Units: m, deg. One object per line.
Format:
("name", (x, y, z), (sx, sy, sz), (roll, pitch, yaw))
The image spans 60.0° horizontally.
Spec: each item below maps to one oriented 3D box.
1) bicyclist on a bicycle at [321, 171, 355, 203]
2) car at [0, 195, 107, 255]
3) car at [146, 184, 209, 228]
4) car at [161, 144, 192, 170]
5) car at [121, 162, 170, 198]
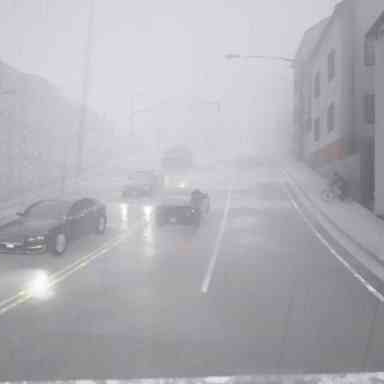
("bicyclist on a bicycle", (7.524, -0.237, 17.109), (1.656, 1.620, 0.582), (1, 9, 10))
("car", (-4.509, 0.951, 11.288), (1.837, 1.490, 4.892), (1, 6, 9))
("car", (-0.337, 0.515, 14.696), (1.812, 1.442, 4.674), (1, 9, 9))
("car", (-1.345, -3.337, 31.464), (2.150, 2.045, 5.566), (1, 13, 9))
("car", (-2.985, -0.679, 21.187), (1.812, 1.442, 4.674), (1, 13, 9))
